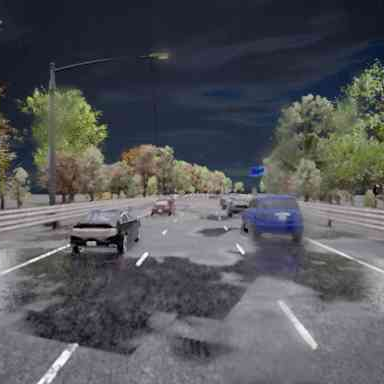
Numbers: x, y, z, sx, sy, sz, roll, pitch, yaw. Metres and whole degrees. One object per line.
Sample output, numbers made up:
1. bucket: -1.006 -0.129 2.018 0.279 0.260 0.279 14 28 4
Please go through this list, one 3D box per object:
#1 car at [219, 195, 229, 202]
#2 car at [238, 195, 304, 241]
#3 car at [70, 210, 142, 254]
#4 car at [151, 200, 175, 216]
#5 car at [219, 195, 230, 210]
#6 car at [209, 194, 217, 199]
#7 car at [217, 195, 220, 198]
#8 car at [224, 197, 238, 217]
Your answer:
1. car: 7.120 1.367 73.348 2.128 1.511 4.902 0 0 6
2. car: 3.826 1.183 16.537 2.150 2.045 5.566 0 0 1
3. car: -3.241 1.458 13.295 2.128 1.511 4.902 0 0 1
4. car: -2.688 1.454 31.394 1.812 1.442 4.674 0 0 2
5. car: 4.655 1.438 40.810 1.812 1.442 4.674 0 0 3
6. car: 5.884 1.310 94.566 1.895 1.301 4.718 0 0 7
7. car: 5.325 1.373 51.668 1.882 1.535 5.008 0 0 4
8. car: 4.137 1.439 29.945 1.837 1.490 4.892 0 0 2
